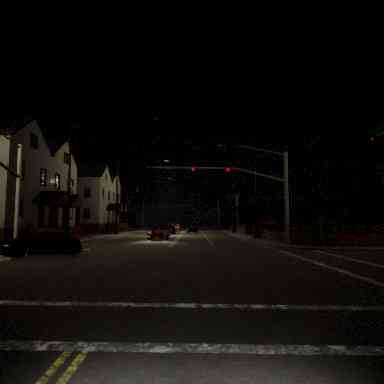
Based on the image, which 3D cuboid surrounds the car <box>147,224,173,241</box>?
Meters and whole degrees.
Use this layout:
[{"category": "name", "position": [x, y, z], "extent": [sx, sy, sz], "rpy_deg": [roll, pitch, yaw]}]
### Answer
[{"category": "car", "position": [-3.528, 4.286, 35.825], "extent": [2.097, 1.767, 4.553], "rpy_deg": [0, -5, 0]}]

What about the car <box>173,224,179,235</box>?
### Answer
[{"category": "car", "position": [-3.497, 5.848, 51.526], "extent": [1.837, 1.490, 4.892], "rpy_deg": [0, -5, 0]}]

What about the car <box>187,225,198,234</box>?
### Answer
[{"category": "car", "position": [0.107, 6.475, 57.881], "extent": [2.033, 1.411, 5.357], "rpy_deg": [0, -5, 0]}]

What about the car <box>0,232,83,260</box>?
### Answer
[{"category": "car", "position": [-8.274, 2.901, 18.462], "extent": [4.181, 1.385, 1.994], "rpy_deg": [4, -6, -32]}]
